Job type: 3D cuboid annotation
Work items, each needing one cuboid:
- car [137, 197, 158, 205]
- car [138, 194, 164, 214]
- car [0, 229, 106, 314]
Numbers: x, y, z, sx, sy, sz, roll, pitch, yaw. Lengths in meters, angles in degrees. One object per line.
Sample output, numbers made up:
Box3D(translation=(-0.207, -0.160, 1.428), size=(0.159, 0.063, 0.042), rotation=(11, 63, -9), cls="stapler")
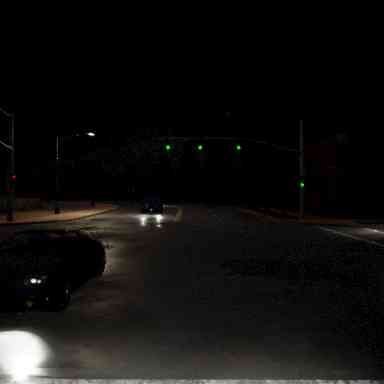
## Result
Box3D(translation=(-7.964, 1.519, 59.424), size=(1.895, 1.301, 4.718), rotation=(0, 0, -32), cls="car")
Box3D(translation=(-4.231, 1.322, 35.196), size=(2.150, 2.045, 5.566), rotation=(0, 2, -6), cls="car")
Box3D(translation=(-3.401, 1.565, 7.575), size=(1.994, 1.385, 4.181), rotation=(0, 0, 1), cls="car")
